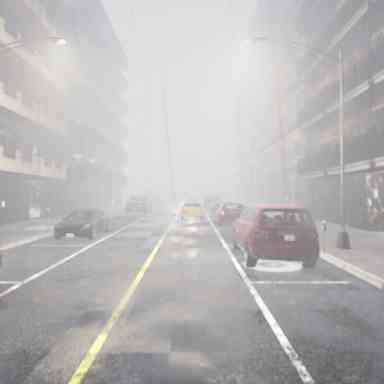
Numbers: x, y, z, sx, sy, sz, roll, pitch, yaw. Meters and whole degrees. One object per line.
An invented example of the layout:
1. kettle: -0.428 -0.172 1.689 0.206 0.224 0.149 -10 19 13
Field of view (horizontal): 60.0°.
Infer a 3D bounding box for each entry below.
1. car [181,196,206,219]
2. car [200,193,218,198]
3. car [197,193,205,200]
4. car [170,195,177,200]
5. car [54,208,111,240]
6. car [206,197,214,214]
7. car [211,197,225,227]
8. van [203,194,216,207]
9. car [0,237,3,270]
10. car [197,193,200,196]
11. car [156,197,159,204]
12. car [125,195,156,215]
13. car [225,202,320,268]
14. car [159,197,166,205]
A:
1. car: 0.002 1.422 27.707 1.801 1.575 5.366 0 0 0
2. car: 2.541 1.206 44.263 2.192 1.841 5.009 1 0 0
3. car: 2.561 1.181 93.507 2.192 1.841 5.009 1 0 0
4. car: -5.324 1.432 93.459 1.947 1.339 4.313 1 0 0
5. car: -5.302 1.510 16.664 1.947 1.339 4.313 1 0 0
6. car: 2.539 1.489 33.201 1.802 1.307 4.206 1 0 0
7. car: 2.545 1.371 22.138 1.967 1.590 4.097 1 0 0
8. van: 2.539 1.228 49.795 1.690 1.788 3.998 1 0 0
9. car: -5.293 1.295 5.601 2.192 1.841 5.009 1 0 0
10. car: -0.012 1.388 55.232 1.801 1.575 5.366 0 1 0
11. car: -5.309 1.442 38.785 1.887 1.381 4.507 1 0 0
12. car: -5.301 1.221 33.253 2.192 1.841 5.009 1 0 0
13. car: 2.551 1.276 11.074 2.192 1.841 5.009 1 0 0
14. car: -5.314 1.465 55.379 1.802 1.307 4.206 1 0 0
